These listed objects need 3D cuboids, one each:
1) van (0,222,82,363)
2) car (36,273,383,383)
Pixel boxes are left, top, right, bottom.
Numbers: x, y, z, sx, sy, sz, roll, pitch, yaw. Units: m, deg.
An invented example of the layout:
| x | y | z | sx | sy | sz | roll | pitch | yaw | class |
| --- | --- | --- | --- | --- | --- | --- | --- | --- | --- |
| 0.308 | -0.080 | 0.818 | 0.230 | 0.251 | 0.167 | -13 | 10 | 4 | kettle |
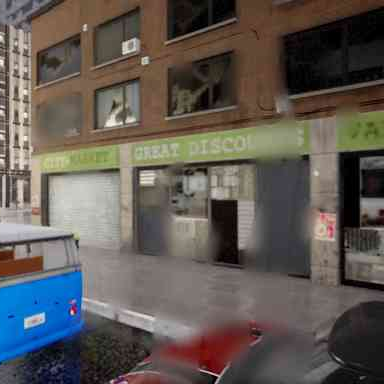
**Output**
| x | y | z | sx | sy | sz | roll | pitch | yaw | class |
| --- | --- | --- | --- | --- | --- | --- | --- | --- | --- |
| -3.445 | 1.352 | 5.175 | 3.998 | 1.788 | 1.690 | 0 | 0 | 35 | van |
| 1.192 | 1.440 | 1.877 | 4.097 | 1.590 | 1.967 | 0 | 0 | 35 | car |
